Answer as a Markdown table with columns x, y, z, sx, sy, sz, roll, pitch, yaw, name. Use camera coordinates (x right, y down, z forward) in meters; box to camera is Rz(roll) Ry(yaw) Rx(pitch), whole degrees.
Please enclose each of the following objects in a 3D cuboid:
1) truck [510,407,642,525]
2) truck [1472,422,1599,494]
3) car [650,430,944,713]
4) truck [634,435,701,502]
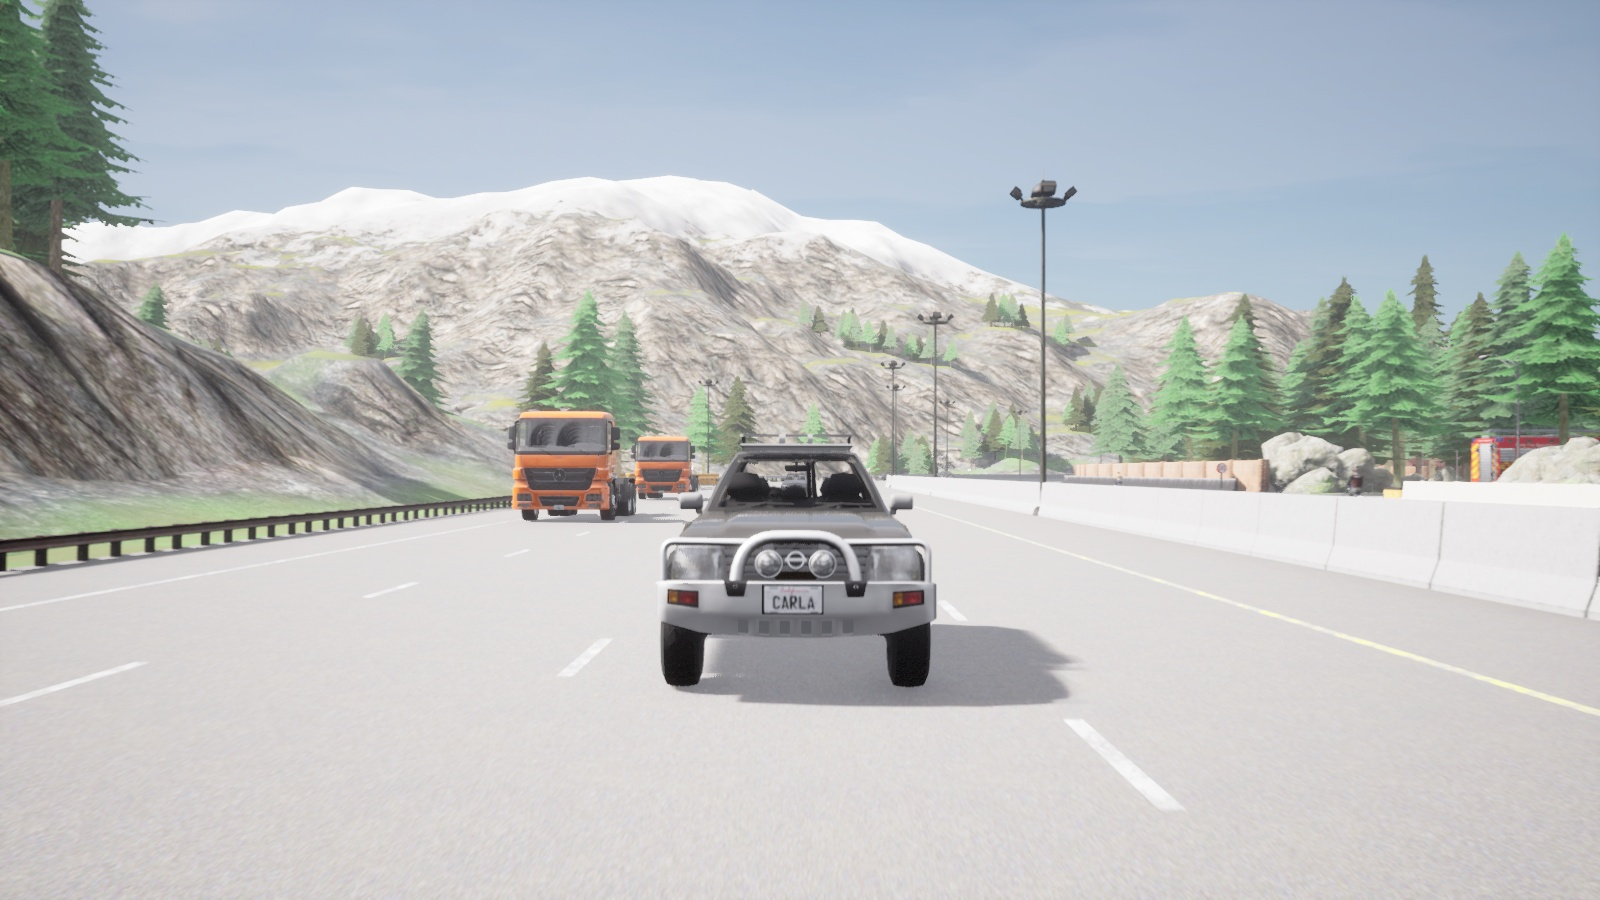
| x | y | z | sx | sy | sz | roll | pitch | yaw | name |
| --- | --- | --- | --- | --- | --- | --- | --- | --- | --- |
| -7.103 | 0.547 | 40.978 | 2.891 | 3.462 | 7.936 | 0 | -1 | 0 | truck |
| 42.095 | 0.445 | 69.279 | 8.468 | 3.827 | 2.891 | 0 | -1 | 0 | truck |
| -0.027 | 0.805 | 10.572 | 1.932 | 1.855 | 4.605 | 0 | 0 | 0 | car |
| -7.171 | 1.017 | 69.006 | 2.891 | 3.462 | 7.936 | 0 | -1 | 0 | truck |
